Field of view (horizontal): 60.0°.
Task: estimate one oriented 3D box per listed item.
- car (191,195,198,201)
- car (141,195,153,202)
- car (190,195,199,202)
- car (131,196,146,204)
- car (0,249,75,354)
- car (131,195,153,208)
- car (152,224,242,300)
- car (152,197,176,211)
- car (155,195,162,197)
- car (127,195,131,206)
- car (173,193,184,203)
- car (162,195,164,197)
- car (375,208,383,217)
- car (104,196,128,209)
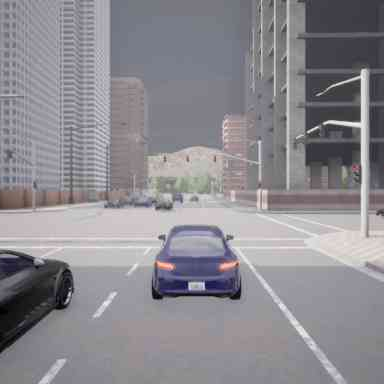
[{"bbox_3d":[0.750,1.523,85.966,1.812,1.442,4.674,0,0,1],"label":"car"},{"bbox_3d":[-9.973,1.472,74.397,1.882,1.535,5.008,0,0,1],"label":"car"},{"bbox_3d":[0.552,1.524,75.572,2.128,1.511,4.902,0,0,1],"label":"car"},{"bbox_3d":[-10.214,1.476,64.220,1.882,1.535,5.008,0,0,2],"label":"car"},{"bbox_3d":[-3.424,1.564,5.194,1.994,1.385,4.181,0,0,1],"label":"car"},{"bbox_3d":[-7.059,1.477,48.029,1.882,1.535,5.008,0,0,1],"label":"car"},{"bbox_3d":[0.101,1.526,8.273,1.812,1.442,4.674,0,0,0],"label":"car"},{"bbox_3d":[-3.417,1.600,41.367,1.895,1.301,4.718,0,0,1],"label":"car"},{"bbox_3d":[-6.874,1.600,57.372,1.895,1.301,4.718,0,0,1],"label":"car"},{"bbox_3d":[-10.447,1.351,54.091,2.097,1.767,4.553,0,0,1],"label":"car"},{"bbox_3d":[-2.968,1.216,70.611,2.150,2.045,5.566,0,0,1],"label":"car"},{"bbox_3d":[-6.629,1.351,67.179,2.097,1.767,4.553,0,0,1],"label":"car"},{"bbox_3d":[18.365,1.547,27.691,5.357,1.411,2.033,0,0,1],"label":"car"},{"bbox_3d":[-10.600,1.563,45.531,1.994,1.385,4.181,0,0,1],"label":"car"}]
